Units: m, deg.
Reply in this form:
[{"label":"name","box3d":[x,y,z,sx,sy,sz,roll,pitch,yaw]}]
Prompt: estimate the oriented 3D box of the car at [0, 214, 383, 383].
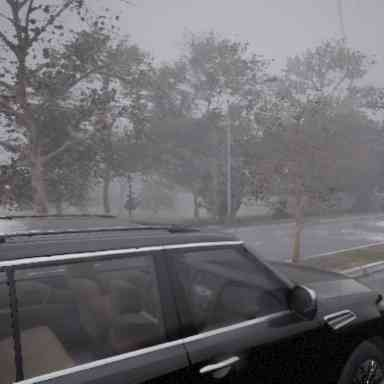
[{"label":"car","box3d":[-0.520,1.220,2.745,5.566,2.045,2.150,0,0,-35]}]
